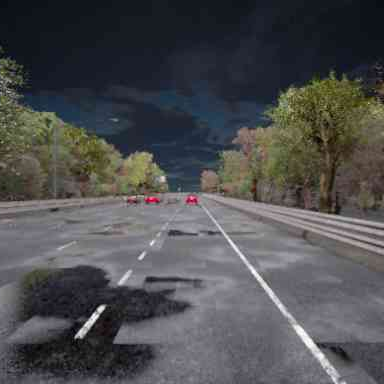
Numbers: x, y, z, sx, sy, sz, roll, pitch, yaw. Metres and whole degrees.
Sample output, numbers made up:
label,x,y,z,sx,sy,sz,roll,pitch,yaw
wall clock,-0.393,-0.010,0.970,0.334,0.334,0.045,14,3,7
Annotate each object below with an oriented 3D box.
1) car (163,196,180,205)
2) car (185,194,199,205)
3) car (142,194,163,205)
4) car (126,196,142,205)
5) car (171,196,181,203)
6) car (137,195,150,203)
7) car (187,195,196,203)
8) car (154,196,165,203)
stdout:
label,x,y,z,sx,sy,sz,roll,pitch,yaw
car,-3.518,1.532,59.859,2.128,1.511,4.902,0,0,0
car,-0.019,1.295,59.891,2.150,2.045,5.566,0,0,0
car,-7.018,1.294,59.890,2.150,2.045,5.566,0,0,0
car,-10.519,1.524,59.858,1.882,1.535,5.008,0,0,0
car,-3.521,1.586,72.336,1.895,1.301,4.718,0,0,0
car,-10.521,1.505,71.950,2.128,1.511,4.902,0,0,0
car,-0.022,1.470,72.353,1.882,1.535,5.008,0,0,0
car,-7.022,1.526,72.173,2.033,1.411,5.357,0,0,0
